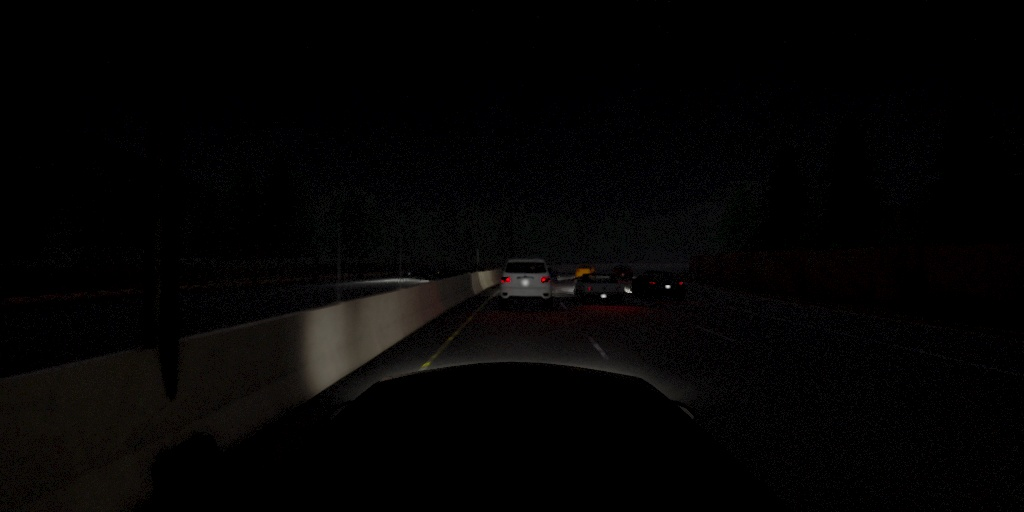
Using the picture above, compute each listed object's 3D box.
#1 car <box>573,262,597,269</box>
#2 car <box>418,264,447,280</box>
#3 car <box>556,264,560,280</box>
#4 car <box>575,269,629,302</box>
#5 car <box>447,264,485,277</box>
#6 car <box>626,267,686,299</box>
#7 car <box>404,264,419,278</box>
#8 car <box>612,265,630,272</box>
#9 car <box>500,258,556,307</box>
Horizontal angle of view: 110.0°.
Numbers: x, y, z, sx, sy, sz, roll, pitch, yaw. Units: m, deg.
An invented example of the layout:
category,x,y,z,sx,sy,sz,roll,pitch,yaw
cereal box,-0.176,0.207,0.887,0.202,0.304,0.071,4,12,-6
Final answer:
category,x,y,z,sx,sy,sz,roll,pitch,yaw
car,7.558,1.619,36.386,1.882,1.535,5.008,0,-1,15
car,-7.206,1.606,35.950,1.812,1.442,4.674,0,-1,14
car,3.174,1.695,33.483,1.895,1.301,4.718,0,-1,13
car,4.334,1.542,18.406,1.895,1.301,4.718,0,-1,5
car,-4.042,1.551,34.088,1.882,1.535,5.008,0,-1,13
car,8.005,1.535,19.951,1.994,1.385,4.181,0,-1,5
car,-9.956,1.597,39.281,2.128,1.511,4.902,0,-1,15
car,11.154,1.631,36.239,1.882,1.535,5.008,0,-1,16
car,0.684,1.128,16.562,2.150,2.045,5.566,0,-1,4
